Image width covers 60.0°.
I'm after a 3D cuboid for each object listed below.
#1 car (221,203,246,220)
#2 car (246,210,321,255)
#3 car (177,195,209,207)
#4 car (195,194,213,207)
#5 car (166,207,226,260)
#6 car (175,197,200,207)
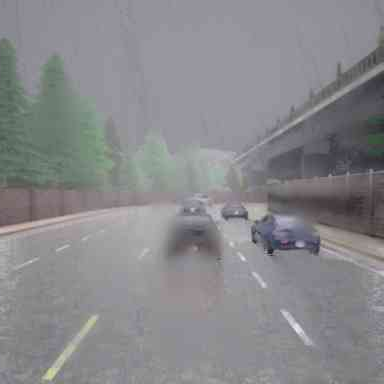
[{"bbox_3d":[3.567,1.626,28.461,1.994,1.385,4.181,0,0,0],"label":"car"},{"bbox_3d":[3.566,1.555,13.243,1.812,1.442,4.674,0,0,0],"label":"car"},{"bbox_3d":[0.061,1.411,27.607,2.097,1.767,4.553,0,0,0],"label":"car"},{"bbox_3d":[1.267,1.336,52.446,2.150,2.045,5.566,0,0,31],"label":"car"},{"bbox_3d":[0.065,1.532,12.582,1.837,1.490,4.892,0,0,0],"label":"car"},{"bbox_3d":[-0.655,1.626,55.778,1.837,1.490,4.892,-1,0,33],"label":"car"}]
